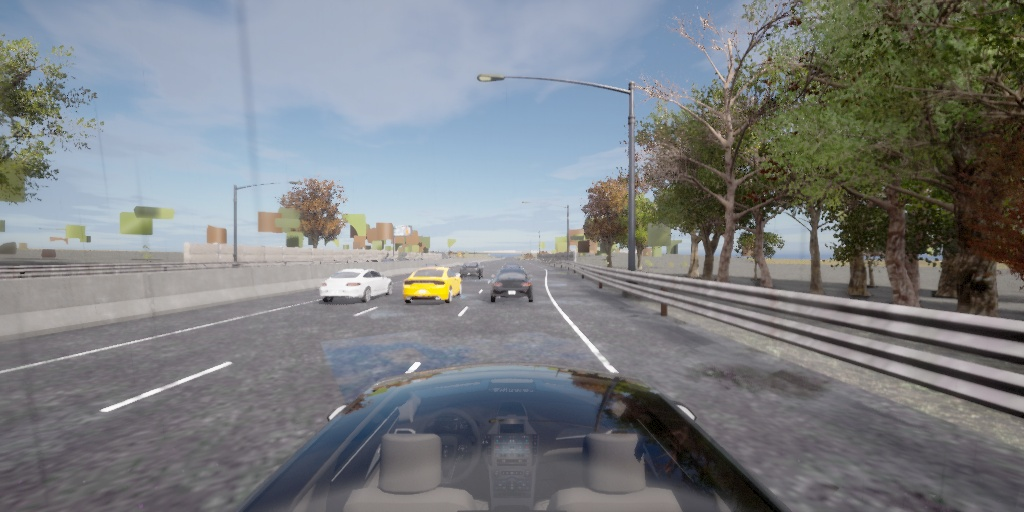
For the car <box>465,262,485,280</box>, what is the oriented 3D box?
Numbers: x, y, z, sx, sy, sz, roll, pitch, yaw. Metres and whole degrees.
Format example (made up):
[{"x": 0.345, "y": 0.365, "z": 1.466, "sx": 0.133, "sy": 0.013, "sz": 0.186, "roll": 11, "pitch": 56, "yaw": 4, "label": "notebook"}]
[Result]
[{"x": -3.500, "y": 1.254, "z": 31.501, "sx": 2.128, "sy": 1.511, "sz": 4.902, "roll": 0, "pitch": 0, "yaw": 0, "label": "car"}]

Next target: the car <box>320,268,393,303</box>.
[{"x": -7.000, "y": 1.283, "z": 16.501, "sx": 1.812, "sy": 1.442, "sz": 4.674, "roll": 0, "pitch": 0, "yaw": 0, "label": "car"}]

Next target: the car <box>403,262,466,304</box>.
[{"x": -3.500, "y": 1.235, "z": 16.501, "sx": 1.882, "sy": 1.535, "sz": 5.008, "roll": 0, "pitch": 0, "yaw": 0, "label": "car"}]

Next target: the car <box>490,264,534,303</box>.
[{"x": 0.000, "y": 1.283, "z": 16.501, "sx": 1.812, "sy": 1.442, "sz": 4.674, "roll": 0, "pitch": 0, "yaw": 0, "label": "car"}]
